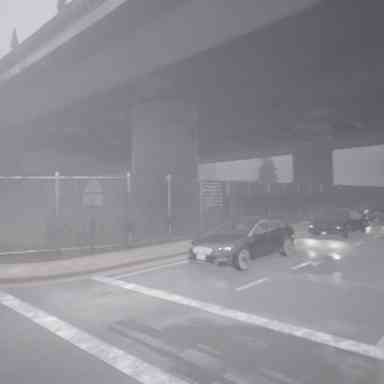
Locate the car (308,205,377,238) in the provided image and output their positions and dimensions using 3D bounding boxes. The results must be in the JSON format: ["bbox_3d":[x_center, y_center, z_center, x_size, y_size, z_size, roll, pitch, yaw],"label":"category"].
[{"bbox_3d":[8.495,1.693,18.908,2.033,1.411,5.357,-2,-1,43],"label":"car"}]

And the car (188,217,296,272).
[{"bbox_3d":[1.915,1.661,11.712,2.128,1.511,4.902,-2,-1,42],"label":"car"}]

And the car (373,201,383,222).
[{"bbox_3d":[15.101,1.473,26.125,2.097,1.767,4.553,-2,-1,43],"label":"car"}]
